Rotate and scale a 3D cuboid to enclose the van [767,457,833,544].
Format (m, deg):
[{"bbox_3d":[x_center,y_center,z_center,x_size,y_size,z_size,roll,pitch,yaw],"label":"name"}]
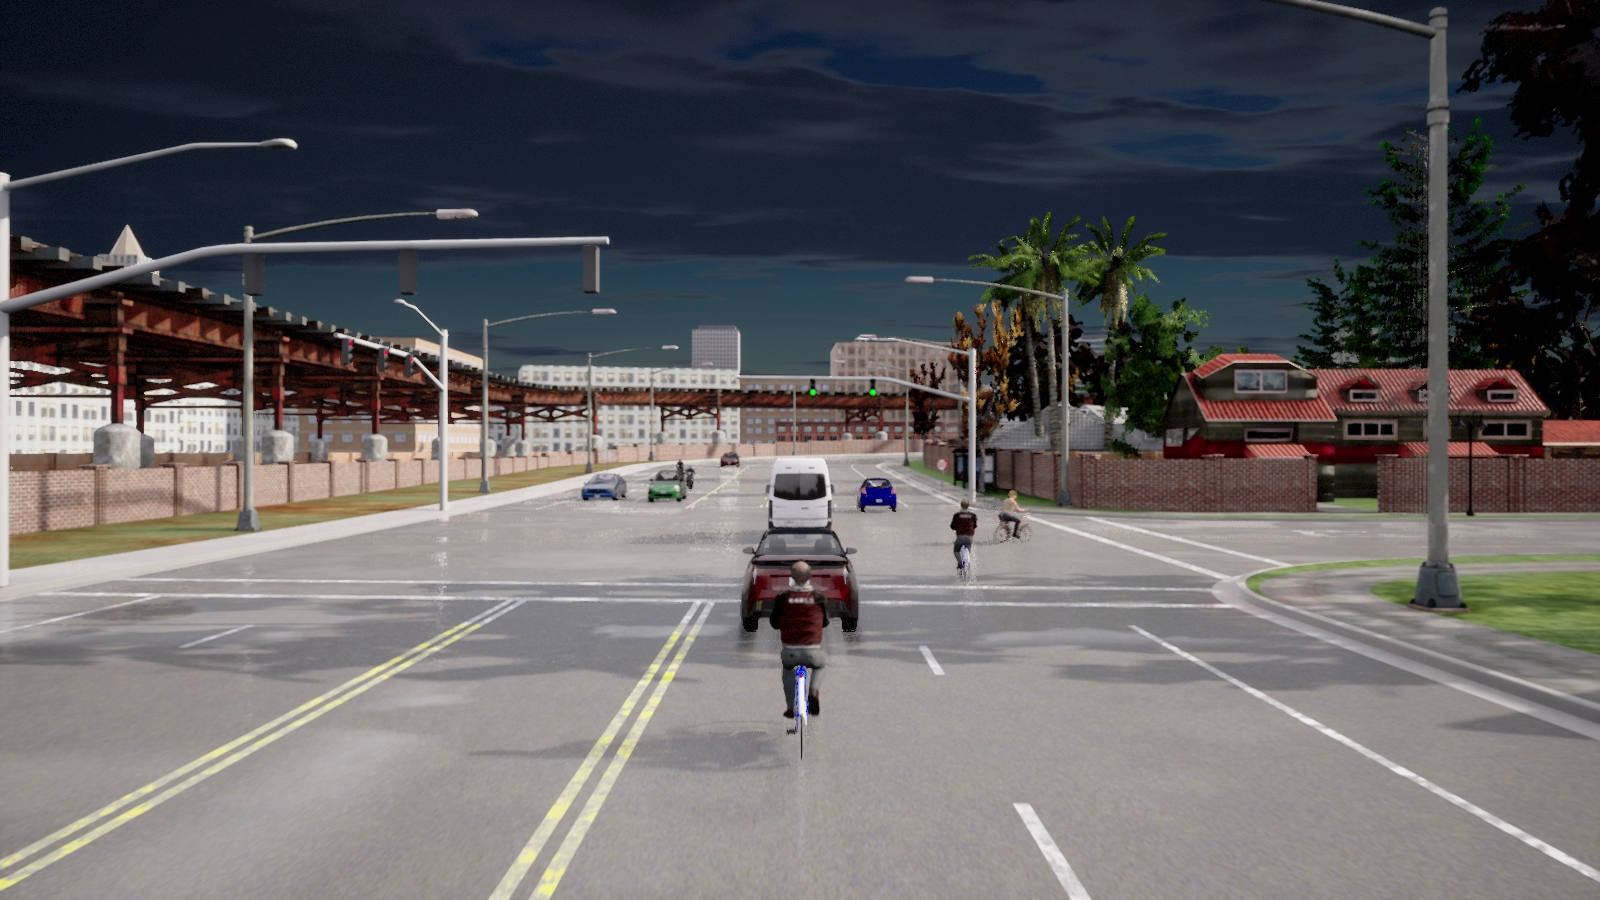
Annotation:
[{"bbox_3d":[0.010,1.539,37.324,1.988,2.561,5.915,0,0,0],"label":"van"}]

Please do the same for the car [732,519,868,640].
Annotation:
[{"bbox_3d":[-0.002,2.049,19.126,2.007,1.525,4.514,0,0,0],"label":"car"}]

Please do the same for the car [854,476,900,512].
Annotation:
[{"bbox_3d":[3.498,2.011,52.580,1.845,1.501,3.633,0,0,0],"label":"car"}]

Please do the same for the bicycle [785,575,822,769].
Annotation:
[{"bbox_3d":[0.026,2.053,10.968,0.329,1.496,1.835,0,0,0],"label":"bicycle"}]

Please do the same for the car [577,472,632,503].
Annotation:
[{"bbox_3d":[-10.502,1.992,61.823,2.033,1.411,5.357,0,1,0],"label":"car"}]

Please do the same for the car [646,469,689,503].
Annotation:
[{"bbox_3d":[-7.003,1.898,60.637,1.851,1.617,3.988,0,1,0],"label":"car"}]

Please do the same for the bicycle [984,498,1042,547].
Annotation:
[{"bbox_3d":[6.360,2.154,34.121,1.487,1.301,0.859,0,3,-32],"label":"bicycle"}]

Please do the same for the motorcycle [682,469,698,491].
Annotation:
[{"bbox_3d":[-7.014,1.885,72.928,0.856,1.341,1.805,0,0,0],"label":"motorcycle"}]

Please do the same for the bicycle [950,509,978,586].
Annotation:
[{"bbox_3d":[3.516,2.062,24.560,0.329,1.496,1.835,0,0,0],"label":"bicycle"}]

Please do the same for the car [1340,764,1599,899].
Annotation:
[{"bbox_3d":[3.351,2.110,2.401,2.033,1.411,5.357,0,0,2],"label":"car"}]
